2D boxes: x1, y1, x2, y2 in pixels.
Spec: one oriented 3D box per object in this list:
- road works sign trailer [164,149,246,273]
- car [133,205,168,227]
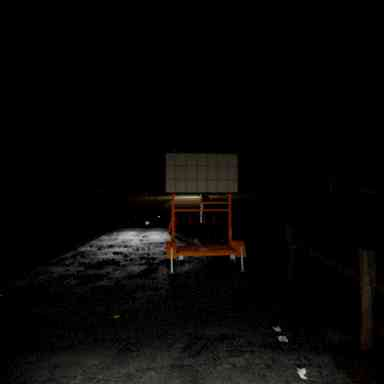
[{"bbox_3d":[0.292,0.456,10.673,2.380,3.560,2.880,0,0,-6],"label":"road works sign trailer"},{"bbox_3d":[-2.714,1.577,22.444,1.895,1.301,4.718,0,0,0],"label":"car"}]
